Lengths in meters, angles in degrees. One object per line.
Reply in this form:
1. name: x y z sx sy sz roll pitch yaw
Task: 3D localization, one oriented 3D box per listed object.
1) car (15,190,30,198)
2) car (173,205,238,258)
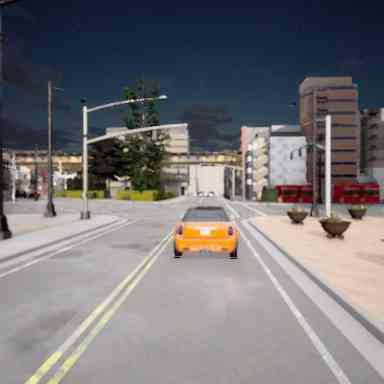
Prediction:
1. car: -43.639 0.551 84.211 2.150 2.045 5.566 0 1 -42
2. car: 0.558 1.259 12.502 2.097 1.767 4.553 0 0 4
